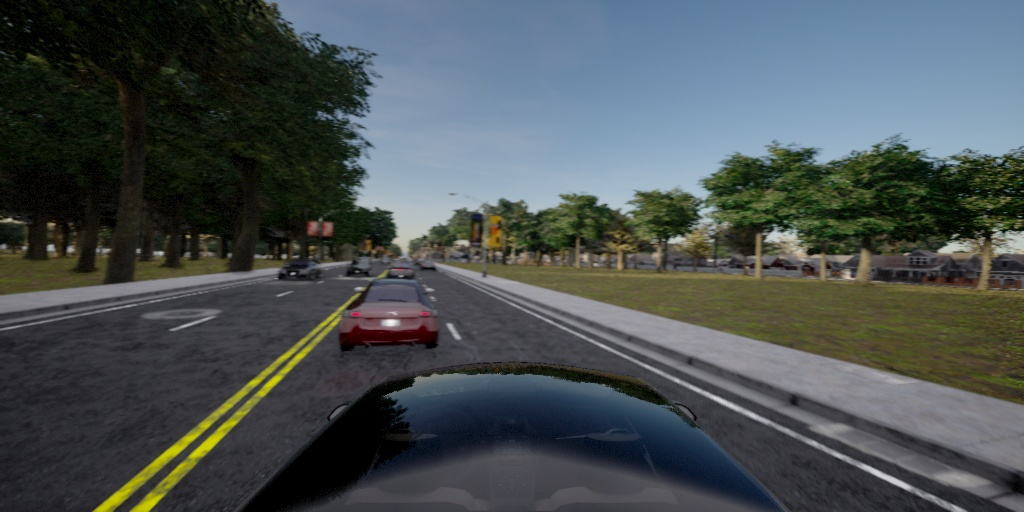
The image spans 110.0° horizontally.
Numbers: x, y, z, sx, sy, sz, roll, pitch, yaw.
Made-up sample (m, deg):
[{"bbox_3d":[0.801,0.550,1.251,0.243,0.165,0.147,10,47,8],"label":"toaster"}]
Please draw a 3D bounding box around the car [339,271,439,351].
[{"bbox_3d":[-2.917,1.260,8.876,1.994,1.385,4.181,2,0,-17],"label":"car"}]

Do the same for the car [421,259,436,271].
[{"bbox_3d":[-11.676,1.297,49.815,1.994,1.385,4.181,2,-1,-17],"label":"car"}]

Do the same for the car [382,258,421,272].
[{"bbox_3d":[-7.989,1.135,25.987,2.128,1.511,4.902,2,-1,-17],"label":"car"}]

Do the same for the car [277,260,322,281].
[{"bbox_3d":[-14.699,0.946,25.070,1.994,1.385,4.181,2,-1,-16],"label":"car"}]

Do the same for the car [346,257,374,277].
[{"bbox_3d":[-13.102,1.002,31.120,1.837,1.490,4.892,2,-1,-16],"label":"car"}]
